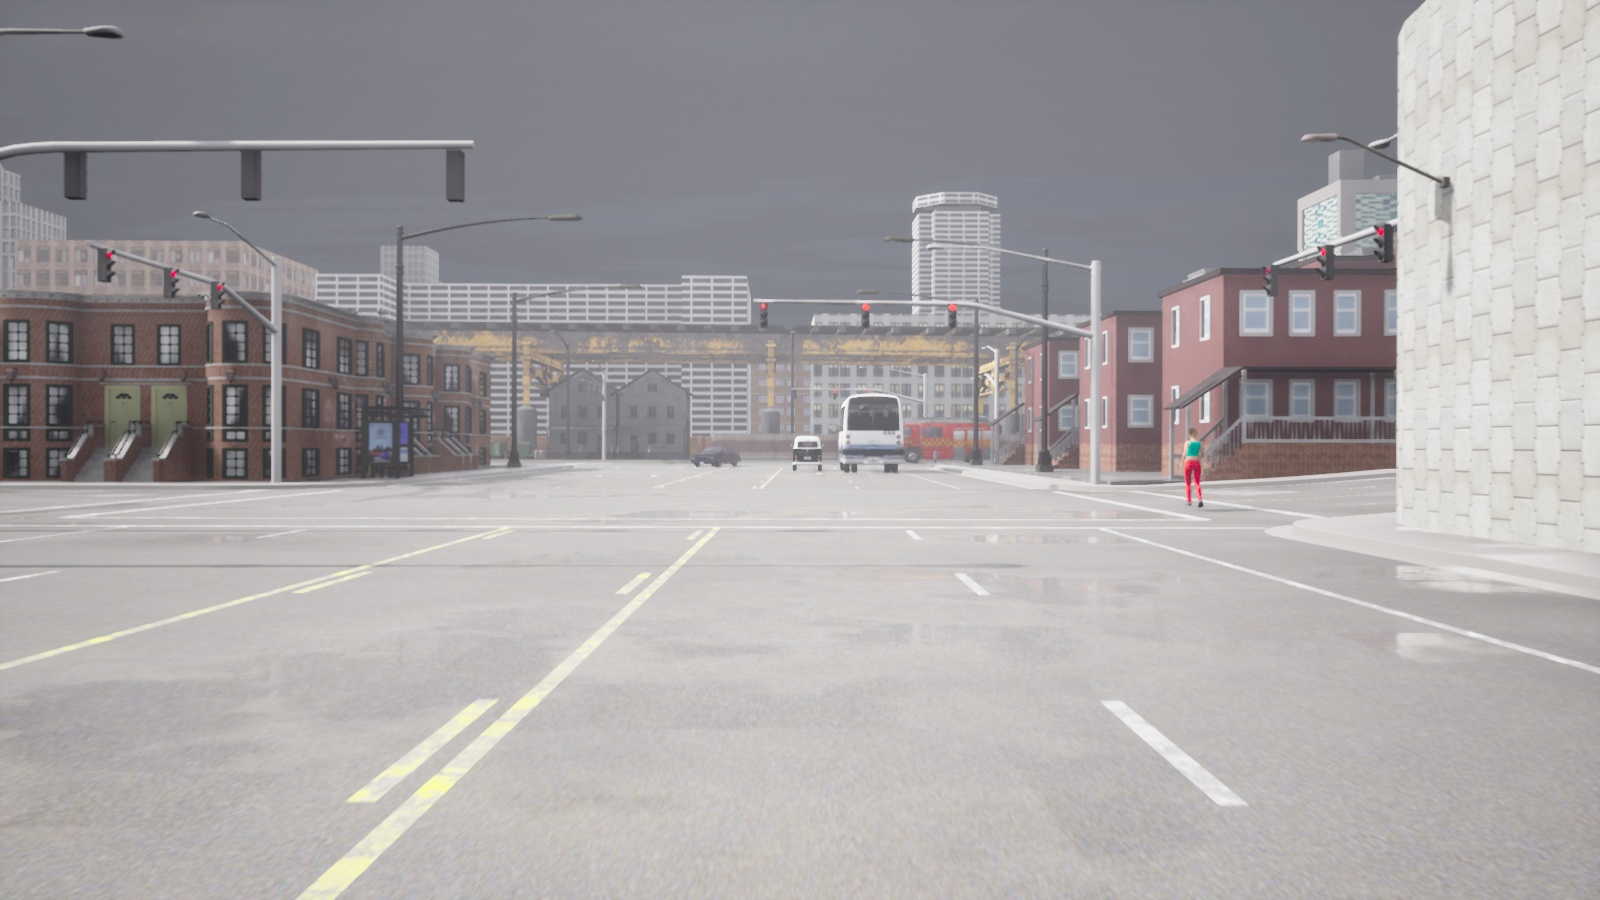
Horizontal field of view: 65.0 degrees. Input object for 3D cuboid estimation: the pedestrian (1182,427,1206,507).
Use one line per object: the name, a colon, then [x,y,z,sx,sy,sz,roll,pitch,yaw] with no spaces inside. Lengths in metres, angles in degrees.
pedestrian: [9.081,0.385,28.949,0.345,1.836,0.594,0,0,1]

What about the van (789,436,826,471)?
van: [0.440,0.189,74.175,2.069,2.038,4.480,0,0,0]

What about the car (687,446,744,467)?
car: [-5.787,0.439,86.719,2.033,1.411,5.357,0,0,18]

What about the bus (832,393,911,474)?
bus: [3.931,-0.888,71.819,3.944,4.253,10.273,0,0,0]
